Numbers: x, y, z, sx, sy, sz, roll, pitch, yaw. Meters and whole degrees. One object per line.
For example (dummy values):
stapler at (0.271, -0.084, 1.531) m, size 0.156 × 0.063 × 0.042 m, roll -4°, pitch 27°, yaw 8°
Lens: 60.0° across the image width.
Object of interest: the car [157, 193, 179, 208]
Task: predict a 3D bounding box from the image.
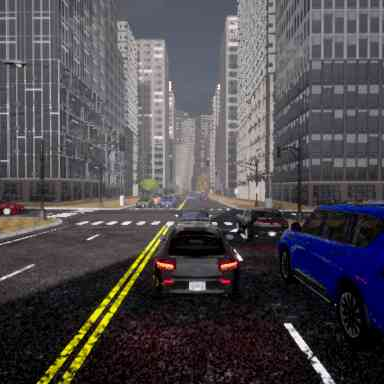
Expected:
car at (-3.378, 1.312, 47.883) m, size 2.097 × 1.767 × 4.553 m, roll 0°, pitch 0°, yaw 0°

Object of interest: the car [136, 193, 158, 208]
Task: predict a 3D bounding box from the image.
car at (-6.660, 1.312, 47.835) m, size 2.097 × 1.767 × 4.553 m, roll 0°, pitch 0°, yaw 1°

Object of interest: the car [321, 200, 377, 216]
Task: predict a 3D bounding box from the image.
car at (16.054, 1.611, 34.178) m, size 4.892 × 1.490 × 1.837 m, roll 1°, pitch 1°, yaw 0°

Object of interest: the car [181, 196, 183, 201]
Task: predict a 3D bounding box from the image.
car at (-3.315, 1.499, 67.322) m, size 1.994 × 1.385 × 4.181 m, roll 0°, pitch 0°, yaw 1°

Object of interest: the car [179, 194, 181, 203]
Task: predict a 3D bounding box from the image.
car at (-3.374, 1.496, 57.355) m, size 2.033 × 1.411 × 5.357 m, roll 0°, pitch 0°, yaw 0°

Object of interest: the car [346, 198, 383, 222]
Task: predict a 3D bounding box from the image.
car at (16.181, 1.516, 28.392) m, size 5.009 × 1.841 × 2.192 m, roll 1°, pitch 0°, yaw 1°

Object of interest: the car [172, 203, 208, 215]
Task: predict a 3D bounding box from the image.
car at (0.089, 1.536, 17.545) m, size 2.033 × 1.411 × 5.357 m, roll 0°, pitch 0°, yaw 0°

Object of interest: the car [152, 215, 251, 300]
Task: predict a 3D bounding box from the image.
car at (0.093, 1.521, 8.271) m, size 1.812 × 1.442 × 4.674 m, roll 0°, pitch 0°, yaw 0°

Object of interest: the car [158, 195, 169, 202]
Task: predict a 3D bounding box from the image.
car at (-6.554, 1.461, 76.483) m, size 2.033 × 1.411 × 5.357 m, roll 0°, pitch 0°, yaw 0°

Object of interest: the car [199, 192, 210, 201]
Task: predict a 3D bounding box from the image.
car at (3.195, 1.433, 79.590) m, size 1.812 × 1.442 × 4.674 m, roll 0°, pitch 0°, yaw 0°

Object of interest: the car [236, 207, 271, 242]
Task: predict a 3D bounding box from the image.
car at (3.339, 1.494, 16.274) m, size 1.837 × 1.490 × 4.892 m, roll 0°, pitch 0°, yaw 0°

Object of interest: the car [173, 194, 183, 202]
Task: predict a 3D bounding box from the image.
car at (-3.304, 1.275, 77.380) m, size 2.097 × 1.767 × 4.553 m, roll 0°, pitch 0°, yaw 0°

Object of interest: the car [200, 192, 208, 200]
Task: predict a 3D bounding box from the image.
car at (3.188, 0.957, 89.619) m, size 2.150 × 2.045 × 5.566 m, roll 0°, pitch 0°, yaw 0°

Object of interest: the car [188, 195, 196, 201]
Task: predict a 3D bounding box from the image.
car at (-0.055, 1.457, 79.140) m, size 2.033 × 1.411 × 5.357 m, roll 0°, pitch 0°, yaw 0°

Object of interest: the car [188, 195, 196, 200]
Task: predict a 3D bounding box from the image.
car at (-0.063, 1.450, 90.704) m, size 1.994 × 1.385 × 4.181 m, roll 0°, pitch 0°, yaw 0°

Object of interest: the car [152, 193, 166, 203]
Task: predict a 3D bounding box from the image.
car at (-6.577, 1.158, 66.002) m, size 2.150 × 2.045 × 5.566 m, roll 0°, pitch 0°, yaw 1°

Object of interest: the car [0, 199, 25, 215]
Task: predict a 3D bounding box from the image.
car at (-18.539, 1.326, 31.517) m, size 5.008 × 1.535 × 1.882 m, roll 1°, pitch 1°, yaw 1°

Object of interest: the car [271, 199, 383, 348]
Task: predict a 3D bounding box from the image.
car at (3.349, 1.218, 6.414) m, size 2.150 × 2.045 × 5.566 m, roll 0°, pitch 0°, yaw 0°

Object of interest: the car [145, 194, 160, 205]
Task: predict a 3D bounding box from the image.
car at (-6.624, 1.302, 56.474) m, size 2.097 × 1.767 × 4.553 m, roll 0°, pitch 0°, yaw 0°

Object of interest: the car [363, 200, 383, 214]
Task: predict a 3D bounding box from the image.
car at (21.784, 1.639, 36.682) m, size 4.829 × 1.417 × 1.752 m, roll 1°, pitch 0°, yaw 1°
